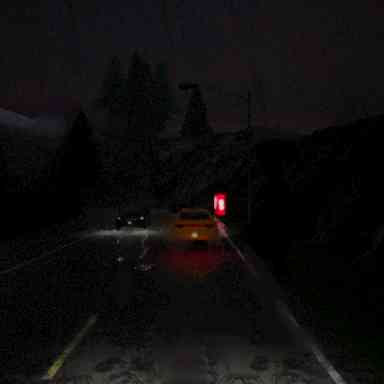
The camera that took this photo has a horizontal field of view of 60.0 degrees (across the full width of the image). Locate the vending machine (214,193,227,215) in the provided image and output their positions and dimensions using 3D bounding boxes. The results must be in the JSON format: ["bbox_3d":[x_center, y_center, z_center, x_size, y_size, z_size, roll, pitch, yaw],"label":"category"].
[{"bbox_3d":[2.784,1.184,33.022,1.100,2.100,0.880,0,0,-10],"label":"vending machine"}]

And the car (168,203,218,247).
[{"bbox_3d":[0.099,1.472,15.026,1.882,1.535,5.008,0,0,0],"label":"car"}]

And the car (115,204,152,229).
[{"bbox_3d":[-3.678,1.518,21.645,1.812,1.442,4.674,0,0,-1],"label":"car"}]

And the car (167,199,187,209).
[{"bbox_3d":[-1.374,1.513,35.450,1.812,1.442,4.674,0,0,-12],"label":"car"}]
